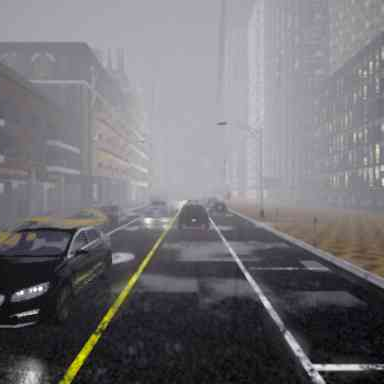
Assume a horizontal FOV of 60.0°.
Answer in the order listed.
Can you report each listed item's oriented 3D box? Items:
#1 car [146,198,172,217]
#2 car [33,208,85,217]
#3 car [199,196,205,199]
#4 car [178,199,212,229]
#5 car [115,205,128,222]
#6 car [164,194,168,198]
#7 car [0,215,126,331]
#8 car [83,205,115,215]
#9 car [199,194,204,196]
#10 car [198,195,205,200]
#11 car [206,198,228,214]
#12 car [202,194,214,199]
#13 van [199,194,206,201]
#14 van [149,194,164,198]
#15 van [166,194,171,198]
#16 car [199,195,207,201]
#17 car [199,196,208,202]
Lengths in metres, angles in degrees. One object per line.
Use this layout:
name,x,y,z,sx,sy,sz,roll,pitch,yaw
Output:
car,-3.086,1.526,30.994,1.812,1.442,4.674,0,0,0
car,-5.682,1.523,12.178,1.752,1.417,4.829,0,0,0
car,0.114,1.553,39.680,2.033,1.411,5.357,0,0,0
car,0.103,1.475,21.827,1.882,1.535,5.008,0,0,0
car,-5.679,1.564,23.394,1.947,1.339,4.313,0,0,0
car,-5.668,1.564,56.532,1.887,1.381,4.507,0,0,0
car,-3.062,1.490,7.177,2.128,1.511,4.902,0,0,0
car,-5.681,1.523,17.702,1.752,1.417,4.829,0,0,0
car,2.717,1.469,67.573,1.967,1.590,4.097,0,0,0
car,2.727,1.622,95.187,2.008,1.369,4.403,0,0,0
car,2.706,1.568,34.436,1.947,1.339,4.313,0,0,0
car,2.710,1.450,45.482,1.967,1.590,4.097,0,0,0
van,2.725,1.402,89.666,1.690,1.788,3.998,0,0,0
van,-5.669,1.356,51.009,1.690,1.788,3.998,0,0,0
van,-5.663,1.371,67.577,1.690,1.788,3.998,0,0,0
car,2.723,1.597,84.142,1.887,1.381,4.507,0,0,0
car,2.721,1.609,78.619,1.947,1.339,4.313,0,0,0
